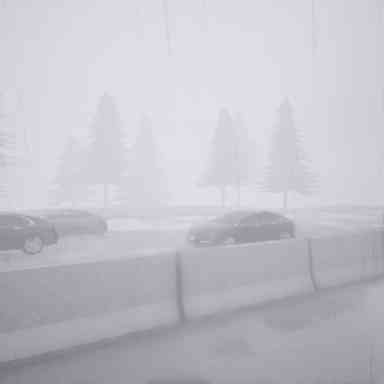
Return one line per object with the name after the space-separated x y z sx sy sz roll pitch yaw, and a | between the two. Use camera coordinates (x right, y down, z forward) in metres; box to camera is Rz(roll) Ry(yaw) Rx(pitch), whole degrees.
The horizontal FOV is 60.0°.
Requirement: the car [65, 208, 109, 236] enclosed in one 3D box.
-6.314 1.513 16.450 4.181 1.385 1.994 0 0 -33 | car

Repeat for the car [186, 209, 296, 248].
2.090 1.478 13.526 4.892 1.490 1.837 0 0 -31 | car

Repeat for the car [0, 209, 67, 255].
-7.219 1.463 11.603 4.892 1.490 1.837 0 0 -35 | car
